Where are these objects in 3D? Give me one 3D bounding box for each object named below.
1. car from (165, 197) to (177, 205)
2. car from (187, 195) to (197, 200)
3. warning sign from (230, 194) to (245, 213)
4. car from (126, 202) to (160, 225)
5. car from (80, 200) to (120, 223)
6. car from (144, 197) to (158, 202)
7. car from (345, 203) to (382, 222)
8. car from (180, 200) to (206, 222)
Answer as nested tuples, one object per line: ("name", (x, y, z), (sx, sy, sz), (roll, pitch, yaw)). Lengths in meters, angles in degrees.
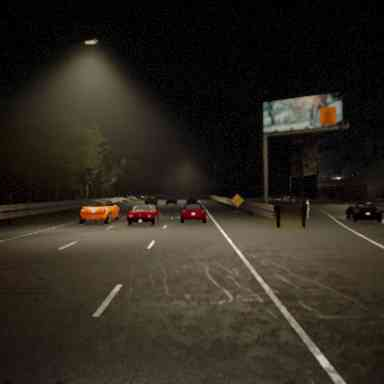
("car", (-3.507, 1.516, 56.995), (1.812, 1.442, 4.674), (0, 0, 0))
("car", (-0.006, 1.482, 56.591), (2.128, 1.511, 4.902), (0, 0, 0))
("warning sign", (4.534, 1.127, 33.201), (1.300, 1.860, 1.060), (-1, -1, 0))
("car", (-3.403, 1.618, 24.149), (1.895, 1.301, 4.718), (0, 0, 0))
("car", (-6.903, 1.369, 25.422), (2.097, 1.767, 4.553), (0, 0, 0))
("car", (-7.006, 1.554, 57.027), (1.994, 1.385, 4.181), (0, 0, 0))
("car", (12.998, 1.499, 25.396), (1.994, 1.385, 4.181), (0, 0, 17))
("car", (0.097, 1.580, 26.433), (1.994, 1.385, 4.181), (0, 0, 0))
